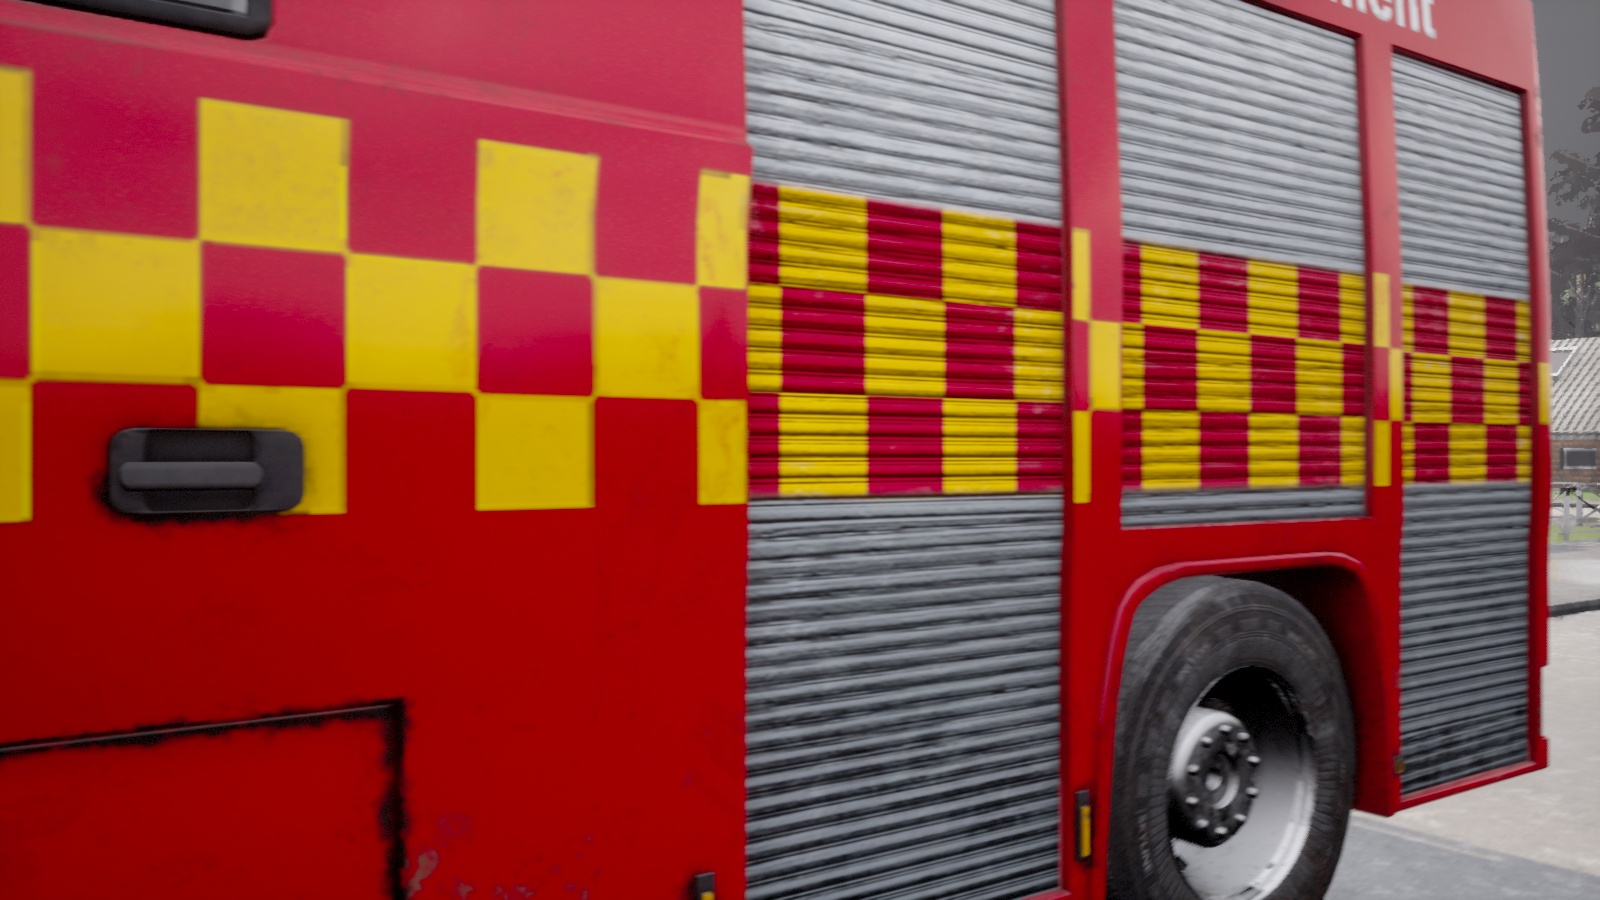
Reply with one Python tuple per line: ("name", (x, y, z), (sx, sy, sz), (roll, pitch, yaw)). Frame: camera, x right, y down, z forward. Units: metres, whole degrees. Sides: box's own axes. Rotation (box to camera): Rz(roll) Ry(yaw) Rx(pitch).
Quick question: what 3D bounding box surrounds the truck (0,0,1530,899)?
("truck", (-1.866, -0.409, 2.971), (8.468, 3.827, 2.891), (0, 0, -35))
